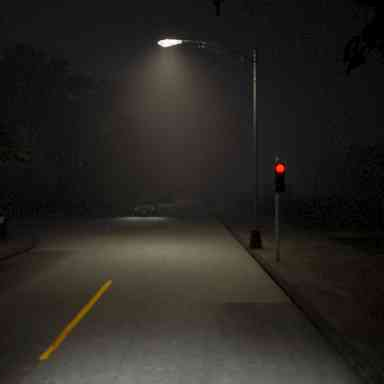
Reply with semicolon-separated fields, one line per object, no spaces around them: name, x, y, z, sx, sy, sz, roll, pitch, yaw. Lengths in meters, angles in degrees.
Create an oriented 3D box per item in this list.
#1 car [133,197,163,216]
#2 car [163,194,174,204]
car;-3.997;1.384;29.977;1.812;1.442;4.674;0;0;0
car;-3.999;1.142;54.083;1.837;1.490;4.892;0;0;0
